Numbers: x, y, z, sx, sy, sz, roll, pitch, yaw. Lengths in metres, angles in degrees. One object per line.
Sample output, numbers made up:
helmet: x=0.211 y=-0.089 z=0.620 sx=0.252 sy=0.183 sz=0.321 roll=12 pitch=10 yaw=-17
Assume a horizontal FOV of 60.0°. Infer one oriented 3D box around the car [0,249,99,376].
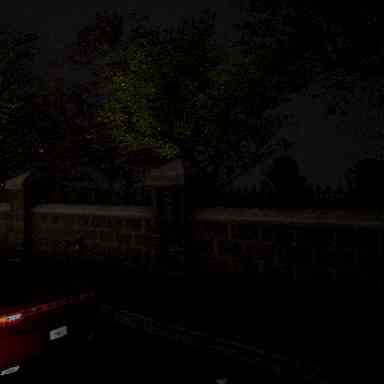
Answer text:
car: x=-3.430 y=1.599 z=5.358 sx=4.507 sy=1.381 sz=1.887 roll=-1 pitch=0 yaw=36
